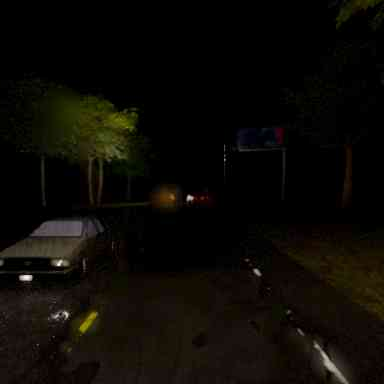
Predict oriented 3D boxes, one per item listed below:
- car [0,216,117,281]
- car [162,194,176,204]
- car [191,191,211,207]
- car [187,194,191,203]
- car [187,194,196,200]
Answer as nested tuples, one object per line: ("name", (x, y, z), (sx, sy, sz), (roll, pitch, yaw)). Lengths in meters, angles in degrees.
("car", (-3.606, 1.447, 9.884), (2.033, 1.411, 5.357), (0, 1, 0))
("car", (-3.585, 1.119, 51.702), (1.882, 1.535, 5.008), (0, -1, 0))
("car", (1.211, 0.853, 41.809), (2.150, 2.045, 5.566), (0, 0, 0))
("car", (-0.021, 1.222, 60.651), (1.812, 1.442, 4.674), (0, 0, 0))
("car", (-0.026, 1.226, 76.656), (1.994, 1.385, 4.181), (0, 0, 0))
